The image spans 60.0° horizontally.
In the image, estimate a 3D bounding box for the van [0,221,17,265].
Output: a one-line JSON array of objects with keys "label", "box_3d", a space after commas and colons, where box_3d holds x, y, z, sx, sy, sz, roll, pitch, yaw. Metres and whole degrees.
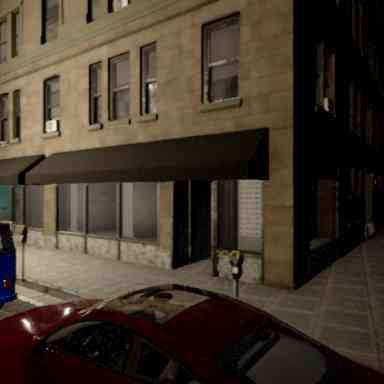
[{"label": "van", "box_3d": [-5.046, 1.342, 6.446, 3.998, 1.788, 1.690, 0, 0, 35]}]

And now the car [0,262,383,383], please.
[{"label": "car", "box_3d": [-0.429, 1.582, 3.155, 4.206, 1.307, 1.802, 0, 0, 35]}]
